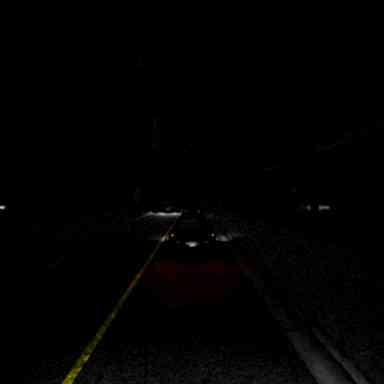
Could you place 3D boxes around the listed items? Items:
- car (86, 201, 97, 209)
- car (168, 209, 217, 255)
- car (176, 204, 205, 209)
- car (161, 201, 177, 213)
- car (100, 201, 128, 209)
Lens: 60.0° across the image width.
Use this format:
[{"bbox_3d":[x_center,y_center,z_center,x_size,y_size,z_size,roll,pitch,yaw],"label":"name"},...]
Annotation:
[{"bbox_3d":[-19.795,2.352,61.083,4.507,1.381,1.887,-1,0,0],"label":"car"},{"bbox_3d":[0.033,1.666,13.884,1.812,1.442,4.674,0,0,1],"label":"car"},{"bbox_3d":[0.043,1.775,28.491,2.128,1.511,4.902,0,0,0],"label":"car"},{"bbox_3d":[-2.986,1.951,43.888,1.812,1.442,4.674,0,-1,0],"label":"car"},{"bbox_3d":[-14.340,2.278,61.110,4.829,1.417,1.752,-1,0,0],"label":"car"}]
